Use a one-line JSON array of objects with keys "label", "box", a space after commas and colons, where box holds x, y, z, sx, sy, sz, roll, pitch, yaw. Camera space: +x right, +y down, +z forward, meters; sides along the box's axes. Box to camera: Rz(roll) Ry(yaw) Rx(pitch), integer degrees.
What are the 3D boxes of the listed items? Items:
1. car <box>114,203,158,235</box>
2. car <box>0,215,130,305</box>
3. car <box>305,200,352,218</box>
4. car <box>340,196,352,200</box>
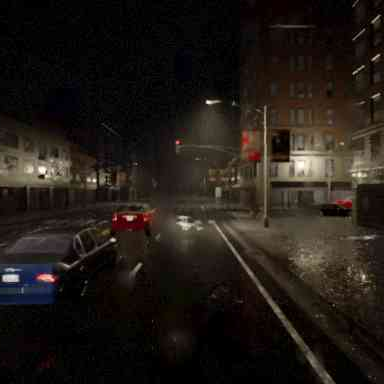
[{"label": "car", "box": [-3.152, 1.384, 18.949, 2.097, 1.767, 4.553, 0, 0, 0]}, {"label": "car", "box": [-3.155, 1.561, 8.324, 2.033, 1.411, 5.357, 0, 0, 0]}, {"label": "car", "box": [12.397, 1.638, 29.917, 4.313, 1.339, 1.947, 0, 0, 0]}, {"label": "car", "box": [18.094, 1.364, 37.916, 5.009, 1.841, 2.192, 0, 0, 0]}]
